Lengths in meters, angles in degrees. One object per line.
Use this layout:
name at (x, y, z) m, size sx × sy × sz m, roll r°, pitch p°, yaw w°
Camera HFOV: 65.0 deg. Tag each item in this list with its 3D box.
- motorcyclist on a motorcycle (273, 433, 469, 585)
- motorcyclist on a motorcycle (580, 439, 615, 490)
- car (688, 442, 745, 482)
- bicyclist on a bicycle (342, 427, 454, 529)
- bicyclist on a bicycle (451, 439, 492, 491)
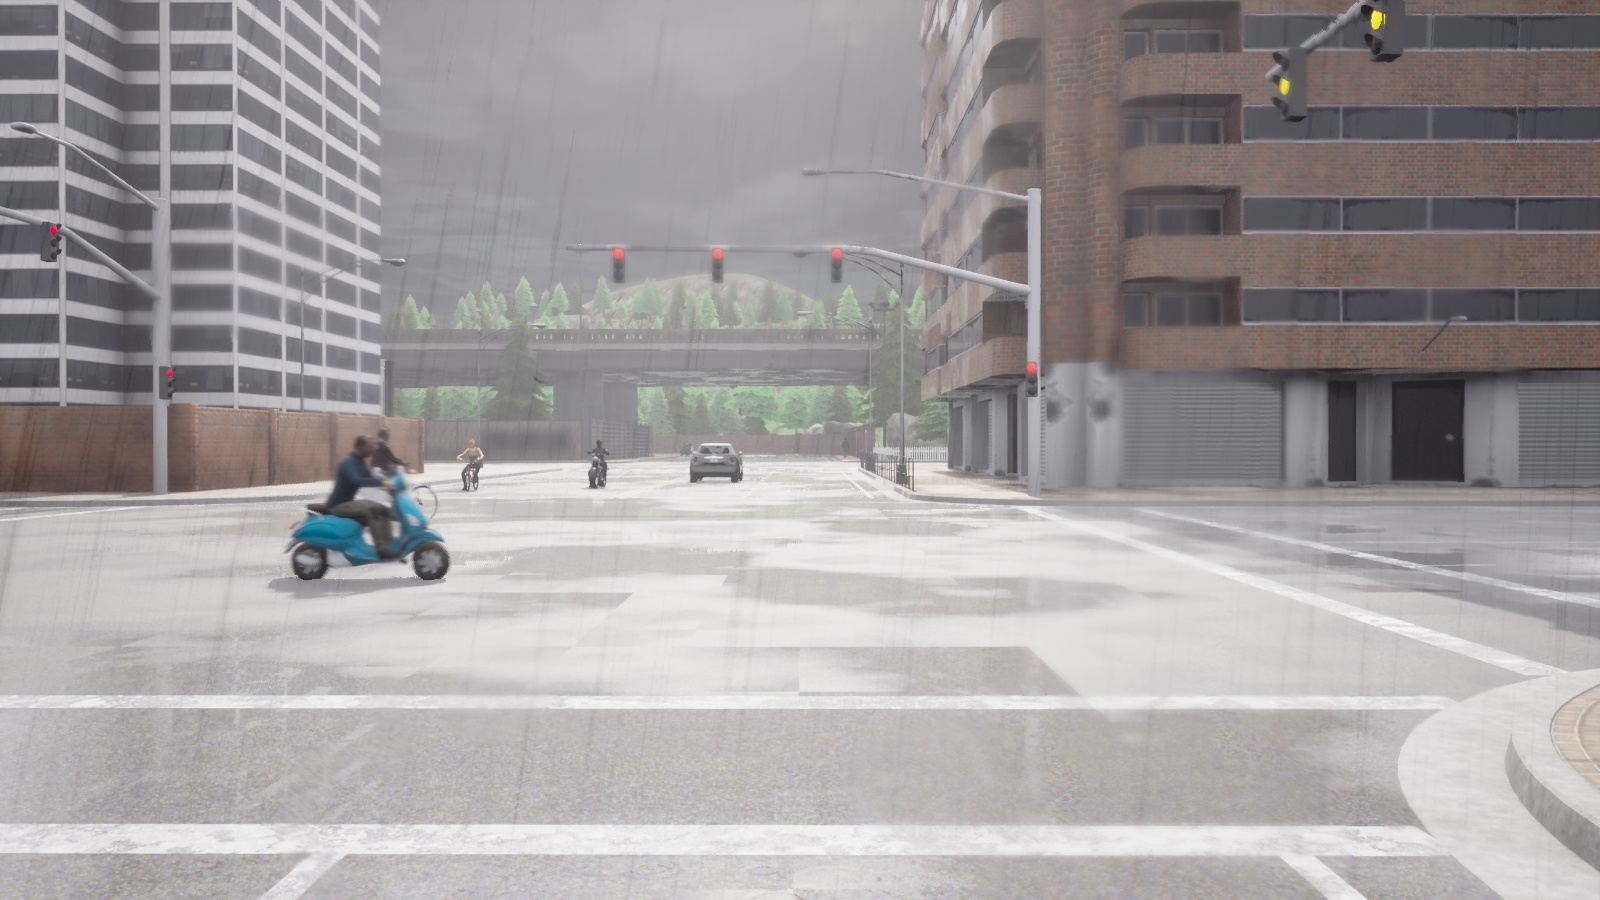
motorcyclist on a motorcycle at (-4.615, 0.619, 13.610) m, size 1.817 × 1.590 × 0.866 m, roll 0°, pitch 0°, yaw 1°
motorcyclist on a motorcycle at (-6.752, 0.454, 42.021) m, size 0.766 × 1.649 × 2.350 m, roll 0°, pitch 0°, yaw 0°
car at (-3.215, 0.433, 48.919) m, size 1.970 × 1.475 × 3.806 m, roll 0°, pitch 0°, yaw 0°
bicyclist on a bicycle at (-7.271, 0.483, 22.775) m, size 0.659 × 1.776 × 1.843 m, roll -1°, pitch 0°, yaw 40°
bicyclist on a bicycle at (-10.263, 0.453, 39.234) m, size 0.866 × 1.612 × 1.509 m, roll 0°, pitch 0°, yaw 1°
